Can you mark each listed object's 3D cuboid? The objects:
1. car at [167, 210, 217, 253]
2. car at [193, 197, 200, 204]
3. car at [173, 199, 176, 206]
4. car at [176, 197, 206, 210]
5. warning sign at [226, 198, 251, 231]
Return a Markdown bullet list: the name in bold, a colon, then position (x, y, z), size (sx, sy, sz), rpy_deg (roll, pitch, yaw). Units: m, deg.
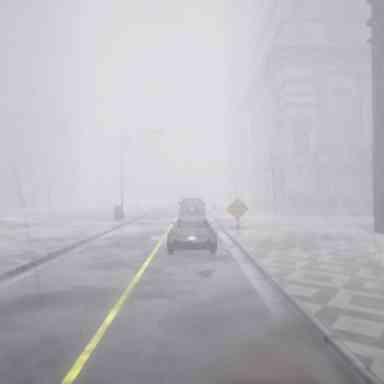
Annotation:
- **car**: position (0.008, 1.697, 14.286), size (1.994, 1.385, 4.181), rpy_deg (0, 0, 0)
- **car**: position (1.073, 2.264, 89.903), size (1.801, 1.575, 5.366), rpy_deg (0, -1, 0)
- **car**: position (-2.981, 2.170, 71.784), size (2.033, 1.411, 5.357), rpy_deg (0, -1, 0)
- **car**: position (0.008, 1.476, 29.016), size (2.150, 2.045, 5.566), rpy_deg (0, 0, 0)
- **warning sign**: position (2.710, 1.296, 19.726), size (1.300, 1.860, 1.060), rpy_deg (-1, -1, 0)
